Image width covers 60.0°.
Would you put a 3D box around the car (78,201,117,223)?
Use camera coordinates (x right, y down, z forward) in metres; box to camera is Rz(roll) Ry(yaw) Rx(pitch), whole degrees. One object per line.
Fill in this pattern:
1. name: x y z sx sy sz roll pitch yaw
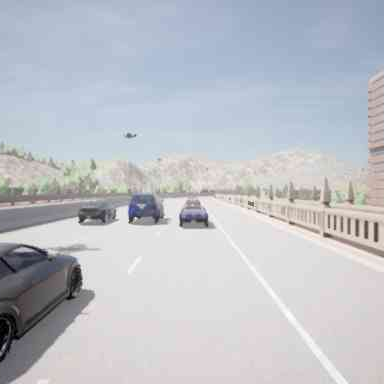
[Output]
1. car: -6.889 1.419 24.617 1.837 1.490 4.892 0 0 0

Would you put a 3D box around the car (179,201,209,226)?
1. car: 0.110 1.521 22.789 1.895 1.301 4.718 0 0 0

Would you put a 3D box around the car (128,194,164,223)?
1. car: -3.389 1.134 25.134 2.150 2.045 5.566 0 0 0

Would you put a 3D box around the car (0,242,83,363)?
1. car: -3.398 1.544 5.666 1.994 1.385 4.181 0 0 0

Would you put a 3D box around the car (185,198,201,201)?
1. car: 0.117 1.424 40.142 1.994 1.385 4.181 0 0 0
